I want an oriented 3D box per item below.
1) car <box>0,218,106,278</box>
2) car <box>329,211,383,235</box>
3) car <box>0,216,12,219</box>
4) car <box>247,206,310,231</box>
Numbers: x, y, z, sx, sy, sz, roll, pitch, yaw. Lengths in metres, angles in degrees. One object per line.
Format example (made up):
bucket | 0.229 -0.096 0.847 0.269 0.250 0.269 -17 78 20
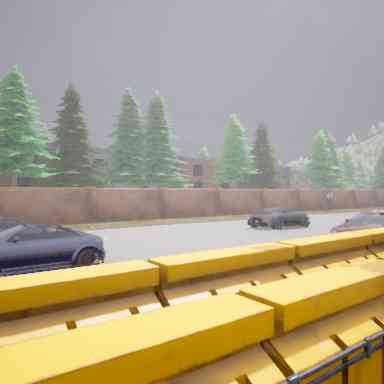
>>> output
car | -4.589 1.564 9.298 4.181 1.385 1.994 0 0 -35
car | 7.528 1.525 13.643 4.674 1.442 1.812 0 0 -35
car | -7.187 1.564 11.742 4.181 1.385 1.994 0 0 -35
car | 5.440 1.565 20.752 4.181 1.385 1.994 0 0 -36
